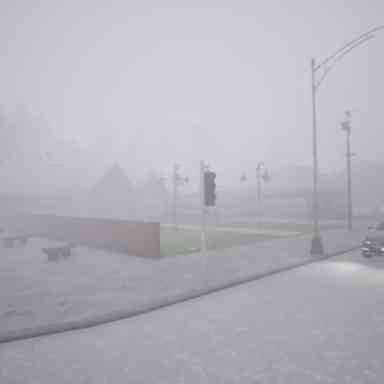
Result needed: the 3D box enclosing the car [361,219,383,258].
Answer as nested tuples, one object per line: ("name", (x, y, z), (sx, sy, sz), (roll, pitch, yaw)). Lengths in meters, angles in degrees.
("car", (8.072, 1.651, 12.590), (4.892, 1.490, 1.837), (0, -2, -43))
